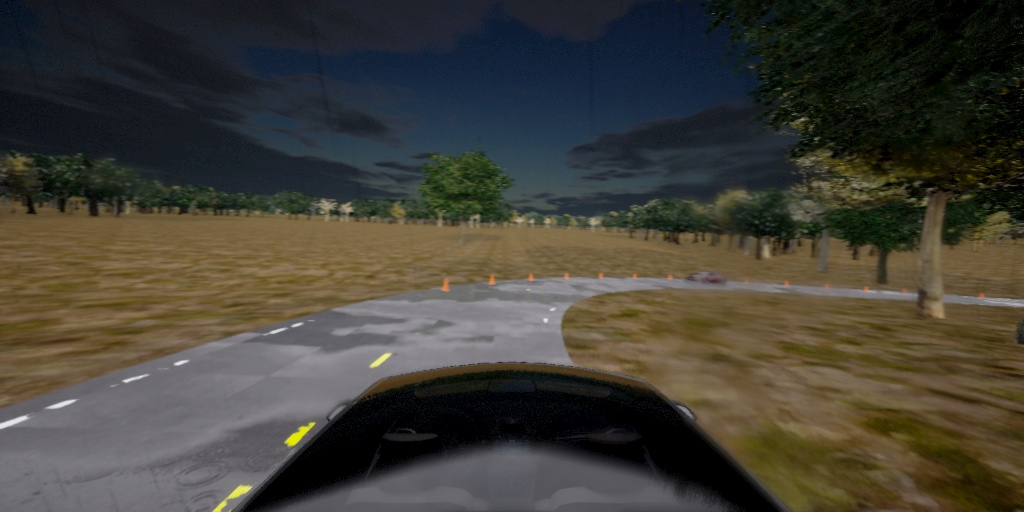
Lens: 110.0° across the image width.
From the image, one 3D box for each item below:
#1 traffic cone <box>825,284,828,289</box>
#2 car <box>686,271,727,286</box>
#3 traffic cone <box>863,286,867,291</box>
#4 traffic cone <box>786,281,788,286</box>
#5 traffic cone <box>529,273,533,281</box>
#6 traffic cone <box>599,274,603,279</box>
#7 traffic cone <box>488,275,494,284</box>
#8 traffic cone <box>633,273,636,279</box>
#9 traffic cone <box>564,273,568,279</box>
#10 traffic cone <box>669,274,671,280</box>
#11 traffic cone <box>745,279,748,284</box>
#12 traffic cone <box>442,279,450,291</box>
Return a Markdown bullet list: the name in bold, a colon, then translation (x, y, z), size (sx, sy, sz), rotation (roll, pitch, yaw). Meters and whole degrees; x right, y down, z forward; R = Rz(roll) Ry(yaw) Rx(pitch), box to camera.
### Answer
- **traffic cone**: translation (38.489, 3.686, 43.866), size (0.340, 0.580, 0.340), rotation (0, 0, -2)
- **car**: translation (21.351, 2.379, 39.355), size (4.181, 1.385, 1.994), rotation (4, 4, -17)
- **traffic cone**: translation (43.476, 3.997, 44.059), size (0.340, 0.580, 0.340), rotation (0, 0, -2)
- **traffic cone**: translation (33.503, 3.365, 43.673), size (0.340, 0.580, 0.340), rotation (0, 0, -2)
- **traffic cone**: translation (1.433, 1.584, 27.377), size (0.340, 0.580, 0.340), rotation (0, 0, 34)
- **traffic cone**: translation (8.715, 1.905, 35.295), size (0.340, 0.580, 0.340), rotation (0, 0, -39)
- **traffic cone**: translation (-1.277, 1.477, 22.710), size (0.340, 0.580, 0.340), rotation (0, 0, 26)
- **traffic cone**: translation (13.133, 2.125, 38.379), size (0.340, 0.580, 0.340), rotation (0, 0, -31)
- **traffic cone**: translation (4.787, 1.726, 31.602), size (0.340, 0.580, 0.340), rotation (0, 0, 43)
- **traffic cone**: translation (17.949, 2.385, 40.789), size (0.340, 0.580, 0.340), rotation (0, 0, -22)
- **traffic cone**: translation (28.356, 3.022, 43.402), size (0.340, 0.580, 0.340), rotation (0, 0, -6)
- **traffic cone**: translation (-3.285, 1.408, 17.696), size (0.340, 0.580, 0.340), rotation (0, 0, 18)
